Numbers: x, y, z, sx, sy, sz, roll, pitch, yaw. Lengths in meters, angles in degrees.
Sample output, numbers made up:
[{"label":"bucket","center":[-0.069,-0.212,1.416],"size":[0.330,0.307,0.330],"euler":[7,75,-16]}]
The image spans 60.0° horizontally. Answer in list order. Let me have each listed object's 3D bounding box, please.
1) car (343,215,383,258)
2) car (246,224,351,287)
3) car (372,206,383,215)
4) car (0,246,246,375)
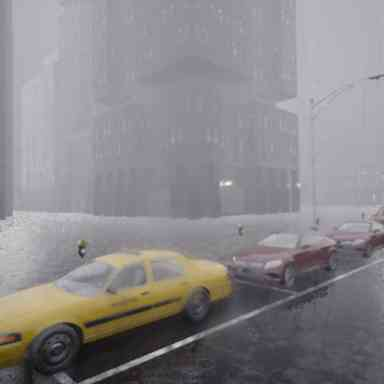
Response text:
[{"label":"car","center":[7.026,1.829,13.920],"size":[4.206,1.307,1.802],"euler":[0,-2,-44]},{"label":"car","center":[2.930,1.793,9.989],"size":[4.206,1.307,1.802],"euler":[0,-2,-44]},{"label":"car","center":[11.118,1.598,17.858],"size":[5.009,1.841,2.192],"euler":[1,-2,-44]},{"label":"car","center":[-1.290,1.700,5.941],"size":[4.829,1.417,1.752],"euler":[0,-2,-44]}]
